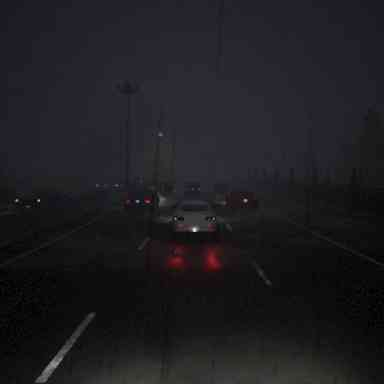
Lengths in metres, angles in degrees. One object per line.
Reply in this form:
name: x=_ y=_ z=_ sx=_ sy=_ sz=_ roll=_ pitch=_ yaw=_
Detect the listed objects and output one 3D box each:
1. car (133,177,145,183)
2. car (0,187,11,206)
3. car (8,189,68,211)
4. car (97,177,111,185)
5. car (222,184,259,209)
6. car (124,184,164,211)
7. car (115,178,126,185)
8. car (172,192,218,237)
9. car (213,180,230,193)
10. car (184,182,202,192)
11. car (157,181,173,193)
car: x=-10.500 y=-2.183 z=66.380 sx=1.837 sy=1.490 sz=4.892 roll=0 pitch=2 yaw=0
car: x=-14.097 y=0.394 z=23.505 sx=2.128 sy=1.511 sz=4.902 roll=0 pitch=4 yaw=0
car: x=-10.598 y=0.497 z=23.604 sx=1.895 sy=1.301 sz=4.718 roll=0 pitch=4 yaw=0
car: x=-17.496 y=-2.202 z=66.234 sx=1.882 sy=1.535 sz=5.008 roll=0 pitch=2 yaw=0
car: x=3.601 y=0.410 z=24.377 sx=1.994 sy=1.385 sz=4.181 roll=0 pitch=4 yaw=0
car: x=-3.399 y=0.466 z=23.255 sx=2.033 sy=1.411 sz=5.357 roll=0 pitch=4 yaw=0
car: x=-13.997 y=-2.126 z=66.309 sx=1.994 sy=1.385 sz=4.181 roll=0 pitch=2 yaw=0
car: x=0.101 y=1.010 z=14.599 sx=1.812 sy=1.442 sz=4.674 roll=0 pitch=4 yaw=0
car: x=3.603 y=-0.677 z=40.377 sx=1.812 sy=1.442 sz=4.674 roll=0 pitch=4 yaw=0
car: x=0.102 y=-0.412 z=36.658 sx=2.033 sy=1.411 sz=5.357 roll=0 pitch=4 yaw=0
car: x=-3.397 y=-0.656 z=40.640 sx=1.994 sy=1.385 sz=4.181 roll=0 pitch=4 yaw=0
